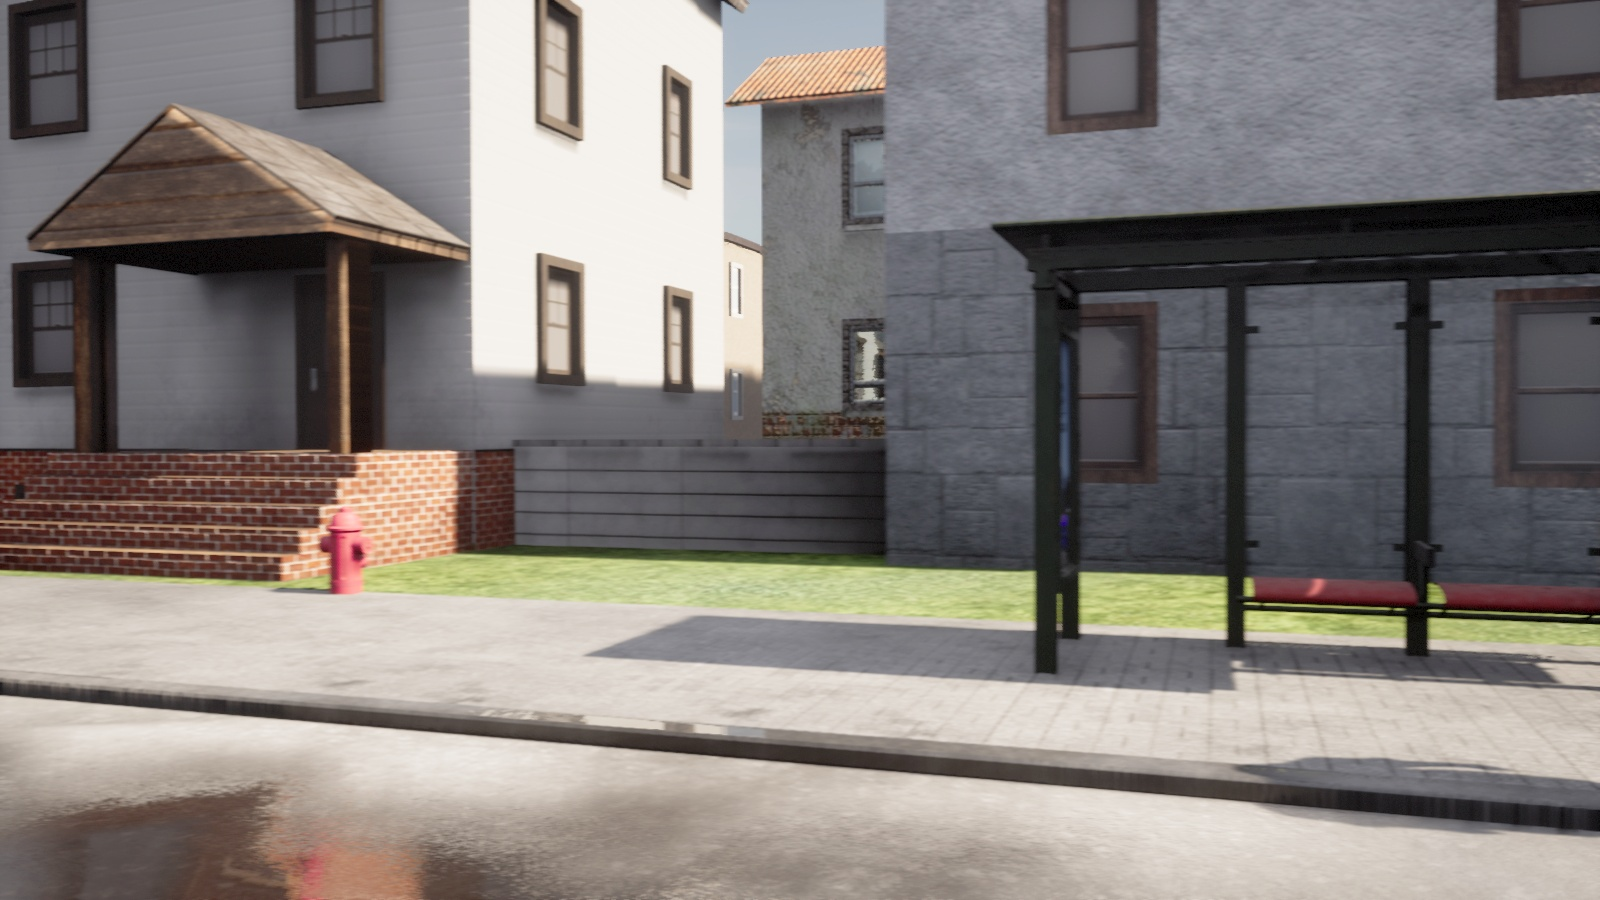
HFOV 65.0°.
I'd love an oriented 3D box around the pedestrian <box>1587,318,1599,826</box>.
[{"bbox_3d":[3.592,0.472,4.876,0.873,1.952,0.659,1,1,33],"label":"pedestrian"}]
